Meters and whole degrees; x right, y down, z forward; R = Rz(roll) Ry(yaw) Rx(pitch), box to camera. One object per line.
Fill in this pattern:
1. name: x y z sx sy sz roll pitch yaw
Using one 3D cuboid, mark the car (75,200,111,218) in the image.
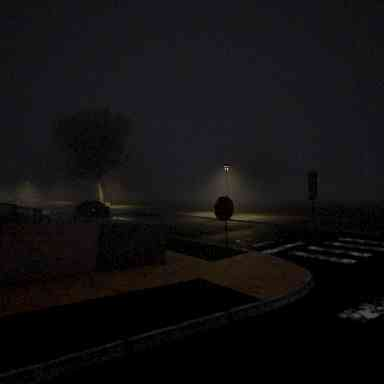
1. car: -9.253 1.527 30.811 1.882 1.535 5.008 -5 3 -38
